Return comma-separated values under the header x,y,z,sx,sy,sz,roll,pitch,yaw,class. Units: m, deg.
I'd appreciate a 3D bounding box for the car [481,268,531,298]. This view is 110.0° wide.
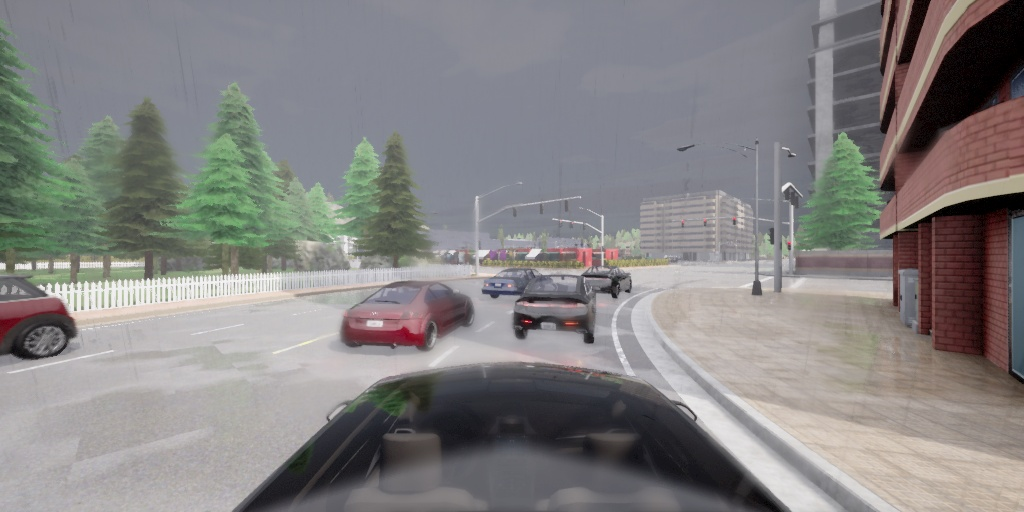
x,y,z,sx,sy,sz,roll,pitch,yaw,class
0.463,1.297,17.823,2.033,1.411,5.357,0,0,25,car

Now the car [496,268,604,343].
x,y,z,sx,sy,sz,roll,pitch,yaw,class
1.344,1.242,9.777,2.128,1.511,4.902,0,0,14,car

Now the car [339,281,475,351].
x,y,z,sx,sy,sz,roll,pitch,yaw,class
-2.365,1.314,9.105,1.994,1.385,4.181,0,0,10,car

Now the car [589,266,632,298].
x,y,z,sx,sy,sz,roll,pitch,yaw,class
4.836,1.236,18.338,2.128,1.511,4.902,1,1,29,car

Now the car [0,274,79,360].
x,y,z,sx,sy,sz,roll,pitch,yaw,class
-10.164,1.102,5.411,2.097,1.767,4.553,0,0,6,car
